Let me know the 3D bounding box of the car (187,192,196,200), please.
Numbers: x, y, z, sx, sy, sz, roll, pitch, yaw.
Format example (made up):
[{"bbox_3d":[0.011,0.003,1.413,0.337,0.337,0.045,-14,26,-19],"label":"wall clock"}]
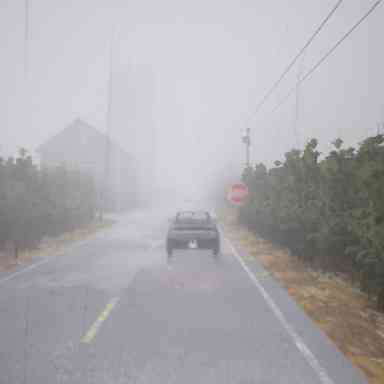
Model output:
[{"bbox_3d":[-0.201,0.935,81.943,2.097,1.767,4.553,0,0,-1],"label":"car"}]

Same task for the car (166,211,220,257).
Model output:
[{"bbox_3d":[0.046,1.486,12.947,2.128,1.511,4.902,0,0,1],"label":"car"}]

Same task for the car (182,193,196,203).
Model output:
[{"bbox_3d":[-0.716,1.497,66.504,1.812,1.442,4.674,0,0,5],"label":"car"}]
